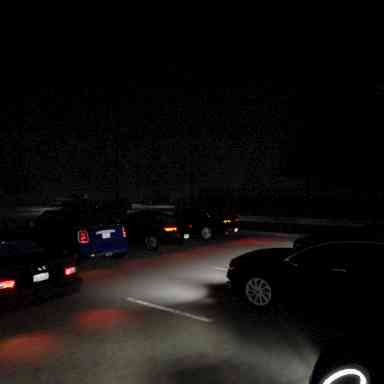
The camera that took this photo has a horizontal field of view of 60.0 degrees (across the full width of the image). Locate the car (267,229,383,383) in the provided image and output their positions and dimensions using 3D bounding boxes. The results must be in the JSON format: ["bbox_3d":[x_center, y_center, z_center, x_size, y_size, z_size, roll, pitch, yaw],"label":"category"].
[{"bbox_3d":[3.005,1.352,1.845,4.553,1.767,2.097,0,0,36],"label":"car"}]

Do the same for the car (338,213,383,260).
[{"bbox_3d":[8.008,1.547,11.173,5.357,1.411,2.033,0,0,36],"label":"car"}]

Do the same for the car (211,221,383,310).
[{"bbox_3d":[2.969,1.505,6.177,4.892,1.490,1.837,0,0,36],"label":"car"}]

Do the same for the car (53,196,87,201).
[{"bbox_3d":[-14.852,1.547,43.537,2.033,1.411,5.357,0,0,36],"label":"car"}]

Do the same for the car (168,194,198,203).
[{"bbox_3d":[-1.029,1.352,50.644,2.097,1.767,4.553,0,0,36],"label":"car"}]

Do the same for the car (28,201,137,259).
[{"bbox_3d":[-4.340,1.352,11.396,4.553,1.767,2.097,0,0,36],"label":"car"}]

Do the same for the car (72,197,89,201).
[{"bbox_3d":[-12.035,1.601,41.462,1.895,1.301,4.718,0,0,36],"label":"car"}]

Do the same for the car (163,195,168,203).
[{"bbox_3d":[-2.191,1.601,54.995,1.895,1.301,4.718,0,0,36],"label":"car"}]

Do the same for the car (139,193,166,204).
[{"bbox_3d":[-7.682,1.225,65.199,2.150,2.045,5.566,0,0,37],"label":"car"}]

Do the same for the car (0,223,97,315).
[{"bbox_3d":[-4.694,1.547,7.336,5.357,1.411,2.033,0,0,36],"label":"car"}]

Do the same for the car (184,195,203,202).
[{"bbox_3d":[0.448,1.500,76.183,1.837,1.490,4.892,0,0,37],"label":"car"}]

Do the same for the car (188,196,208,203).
[{"bbox_3d":[1.304,1.595,71.533,1.895,1.301,4.718,0,0,36],"label":"car"}]

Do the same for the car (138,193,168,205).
[{"bbox_3d":[-5.925,1.219,55.817,2.150,2.045,5.566,0,0,35],"label":"car"}]

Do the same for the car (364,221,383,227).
[{"bbox_3d":[5.088,1.526,8.954,4.674,1.442,1.812,0,0,36],"label":"car"}]

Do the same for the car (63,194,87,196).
[{"bbox_3d":[-16.334,1.491,47.452,2.128,1.511,4.902,0,0,36],"label":"car"}]

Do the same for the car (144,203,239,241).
[{"bbox_3d":[0.084,1.505,16.837,4.892,1.490,1.837,0,0,36],"label":"car"}]

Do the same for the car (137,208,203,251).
[{"bbox_3d":[-2.078,1.526,14.085,4.674,1.442,1.812,0,0,36],"label":"car"}]

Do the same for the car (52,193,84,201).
[{"bbox_3d":[-18.417,1.223,50.530,2.150,2.045,5.566,0,0,36],"label":"car"}]

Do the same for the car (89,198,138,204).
[{"bbox_3d":[-9.230,1.492,39.367,2.128,1.511,4.902,0,0,36],"label":"car"}]

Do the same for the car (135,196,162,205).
[{"bbox_3d":[-7.697,1.489,59.307,2.128,1.511,4.902,0,0,36],"label":"car"}]
